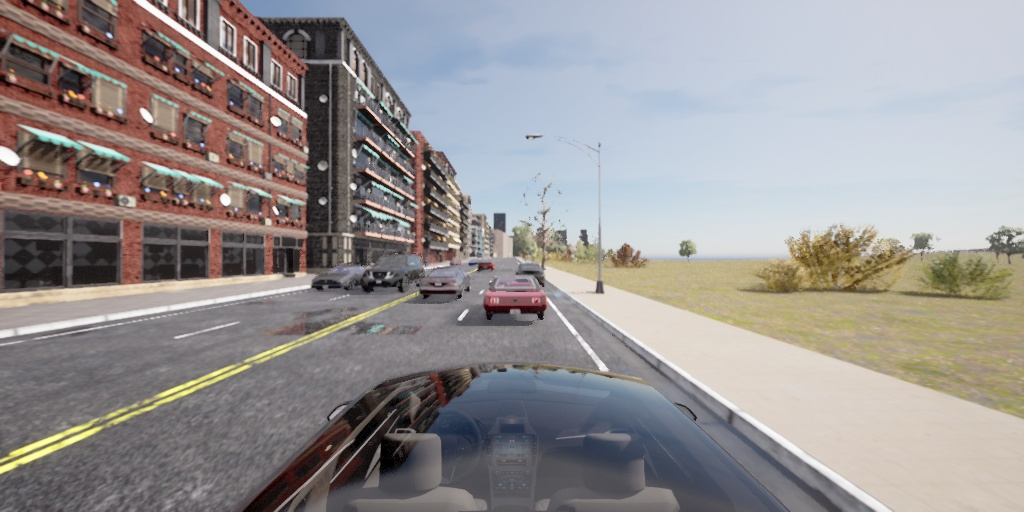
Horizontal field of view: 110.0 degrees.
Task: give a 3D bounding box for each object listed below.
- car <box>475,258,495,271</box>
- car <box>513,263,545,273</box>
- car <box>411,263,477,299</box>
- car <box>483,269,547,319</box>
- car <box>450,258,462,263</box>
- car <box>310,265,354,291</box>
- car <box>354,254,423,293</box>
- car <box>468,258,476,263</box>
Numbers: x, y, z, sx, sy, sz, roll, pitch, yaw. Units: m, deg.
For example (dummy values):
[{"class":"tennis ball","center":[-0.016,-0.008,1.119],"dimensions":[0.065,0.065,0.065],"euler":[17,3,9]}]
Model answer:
[{"class":"car","center":[-3.174,1.112,45.261],"dimensions":[1.882,1.535,5.008],"euler":[0,0,0]},{"class":"car","center":[1.126,1.200,23.499],"dimensions":[1.837,1.490,4.892],"euler":[0,0,0]},{"class":"car","center":[-3.157,1.257,17.856],"dimensions":[2.033,1.411,5.357],"euler":[0,0,0]},{"class":"car","center":[0.096,1.323,12.645],"dimensions":[1.895,1.301,4.718],"euler":[0,0,0]},{"class":"car","center":[-9.816,1.111,62.986],"dimensions":[1.812,1.442,4.674],"euler":[0,0,0]},{"class":"car","center":[-9.861,1.246,21.591],"dimensions":[2.033,1.411,5.357],"euler":[0,0,0]},{"class":"car","center":[-6.609,0.923,20.522],"dimensions":[2.150,2.045,5.566],"euler":[0,0,0]},{"class":"car","center":[-6.561,1.134,62.610],"dimensions":[2.033,1.411,5.357],"euler":[0,0,1]}]
